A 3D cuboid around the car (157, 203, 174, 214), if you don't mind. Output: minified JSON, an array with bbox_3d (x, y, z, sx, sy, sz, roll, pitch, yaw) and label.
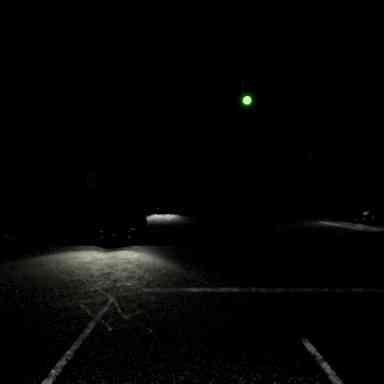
[{"bbox_3d":[-3.428,2.115,42.839,1.895,1.301,4.718,0,-1,0],"label":"car"}]

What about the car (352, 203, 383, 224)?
[{"bbox_3d":[15.697,1.685,27.409,4.553,1.767,2.097,0,-1,-3],"label":"car"}]

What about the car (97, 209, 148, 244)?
[{"bbox_3d":[-3.472,1.688,17.382,1.882,1.535,5.008,0,-1,0],"label":"car"}]
